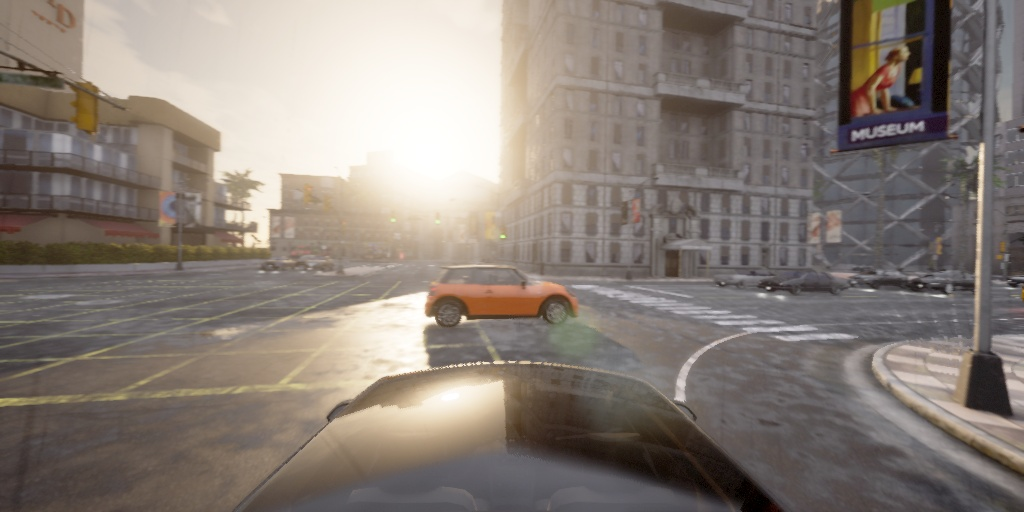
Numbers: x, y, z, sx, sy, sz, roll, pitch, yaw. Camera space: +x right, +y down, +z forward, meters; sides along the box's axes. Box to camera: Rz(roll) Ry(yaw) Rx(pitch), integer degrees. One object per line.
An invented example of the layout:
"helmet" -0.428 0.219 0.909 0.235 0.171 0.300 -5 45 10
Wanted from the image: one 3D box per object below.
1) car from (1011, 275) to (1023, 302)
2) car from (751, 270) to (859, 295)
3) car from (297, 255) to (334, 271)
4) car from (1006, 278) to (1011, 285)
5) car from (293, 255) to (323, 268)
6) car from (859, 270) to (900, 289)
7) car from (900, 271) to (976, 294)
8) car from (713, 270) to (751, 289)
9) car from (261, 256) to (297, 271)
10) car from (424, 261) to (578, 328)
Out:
"car" 26.850 1.761 16.896 5.008 1.535 1.882 1 0 -12
"car" 18.108 1.610 22.249 5.357 1.411 2.033 1 0 -13
"car" -20.185 0.729 37.626 2.128 1.511 4.902 1 0 -11
"car" 47.252 2.178 31.989 5.357 1.411 2.033 1 0 -12
"car" -25.319 0.618 44.697 1.837 1.490 4.892 1 0 -12
"car" 28.707 1.788 28.128 4.674 1.442 1.812 1 0 -12
"car" 30.094 1.806 24.853 4.892 1.490 1.837 1 0 -12
"car" 16.923 1.630 25.569 4.718 1.301 1.895 1 0 -13
"car" -23.469 0.738 36.206 1.994 1.385 4.181 1 0 -12
"car" -0.319 1.057 10.863 4.553 1.767 2.097 1 0 -13
